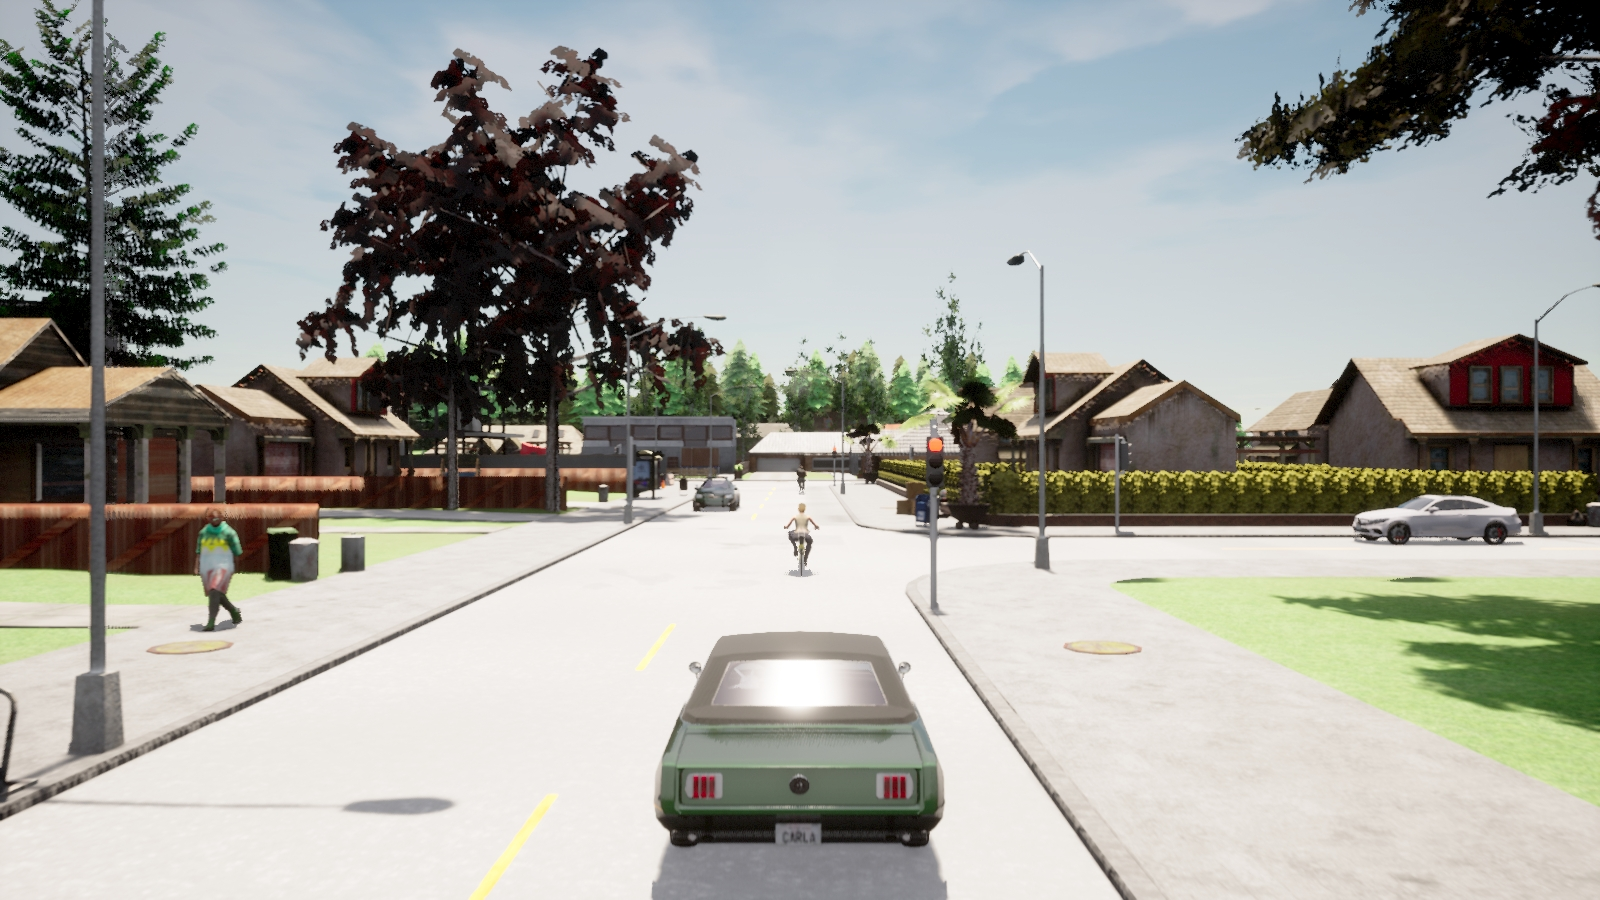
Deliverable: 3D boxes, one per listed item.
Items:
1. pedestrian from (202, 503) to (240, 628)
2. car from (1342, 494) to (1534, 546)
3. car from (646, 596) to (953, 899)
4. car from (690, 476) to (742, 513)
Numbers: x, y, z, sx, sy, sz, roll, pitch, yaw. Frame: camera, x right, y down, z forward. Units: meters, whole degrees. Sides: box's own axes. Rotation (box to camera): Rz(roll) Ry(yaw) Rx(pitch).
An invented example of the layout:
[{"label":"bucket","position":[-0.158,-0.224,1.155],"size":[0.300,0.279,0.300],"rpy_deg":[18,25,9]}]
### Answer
[{"label":"pedestrian","position":[-8.781,1.743,17.328],"size":[0.375,1.860,0.375],"rpy_deg":[0,0,0]},{"label":"car","position":[19.192,2.082,34.500],"size":[4.674,1.442,2.002],"rpy_deg":[0,0,0]},{"label":"car","position":[-0.001,2.155,9.419],"size":[1.895,1.301,4.718],"rpy_deg":[0,0,0]},{"label":"car","position":[-3.902,2.039,53.851],"size":[2.038,1.542,4.974],"rpy_deg":[0,0,0]}]
